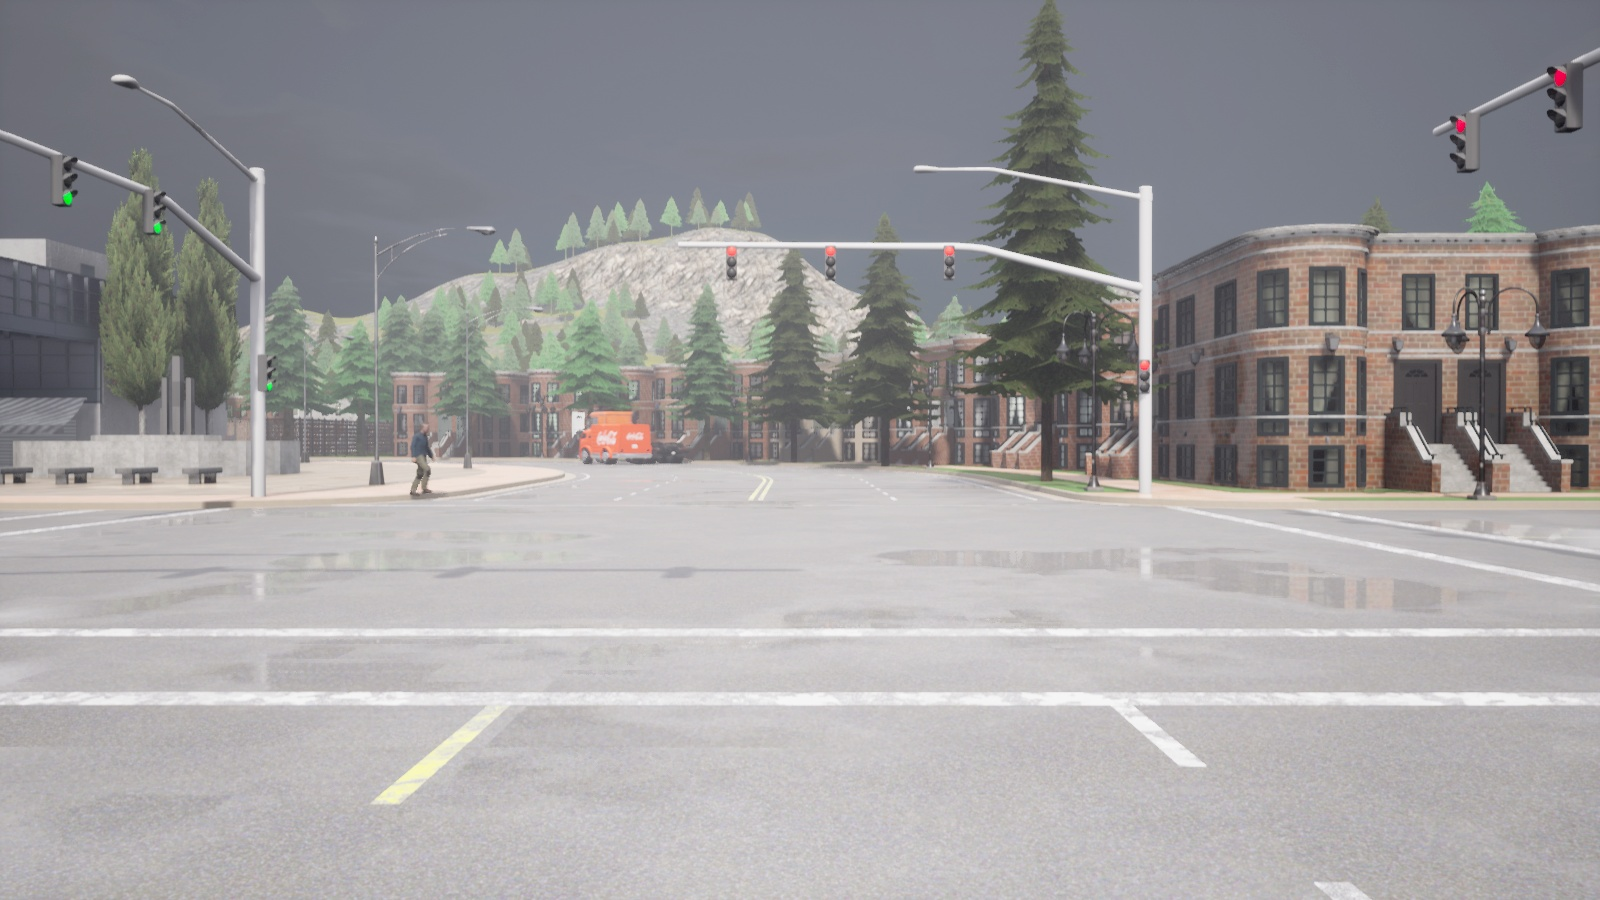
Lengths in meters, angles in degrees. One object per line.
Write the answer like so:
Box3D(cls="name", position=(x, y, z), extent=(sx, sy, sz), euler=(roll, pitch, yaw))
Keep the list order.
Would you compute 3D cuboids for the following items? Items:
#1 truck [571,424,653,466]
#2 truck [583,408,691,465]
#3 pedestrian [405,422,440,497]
Box3D(cls="truck", position=(-11.527, -0.326, 76.730), extent=(2.627, 2.467, 5.204), euler=(0, 0, -41))
Box3D(cls="truck", position=(-10.572, -0.851, 80.853), extent=(2.891, 3.462, 7.936), euler=(0, 1, -43))
Box3D(cls="pedestrian", position=(-9.334, 0.223, 31.023), extent=(0.726, 1.842, 0.402), euler=(0, 0, 12))
